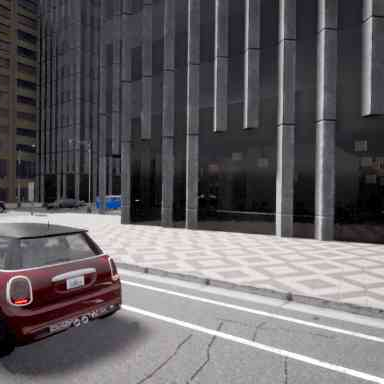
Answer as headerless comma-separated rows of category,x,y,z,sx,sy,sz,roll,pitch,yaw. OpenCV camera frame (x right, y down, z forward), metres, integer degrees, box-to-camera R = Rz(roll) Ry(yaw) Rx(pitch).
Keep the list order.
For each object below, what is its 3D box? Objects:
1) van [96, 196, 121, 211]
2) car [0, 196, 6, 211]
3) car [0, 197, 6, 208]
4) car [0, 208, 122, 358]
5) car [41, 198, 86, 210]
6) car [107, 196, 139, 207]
van,-9.659,1.338,40.257,1.690,1.788,3.998,1,1,36
car,-22.942,1.323,36.421,1.967,1.590,4.097,1,1,36
car,-21.514,1.277,33.773,2.097,1.767,4.553,1,1,35
car,-3.451,1.349,6.140,4.553,1.767,2.097,0,0,35
car,-15.924,1.460,41.595,2.033,1.411,5.357,1,1,36
car,-10.176,1.427,49.564,1.812,1.442,4.674,1,1,36
